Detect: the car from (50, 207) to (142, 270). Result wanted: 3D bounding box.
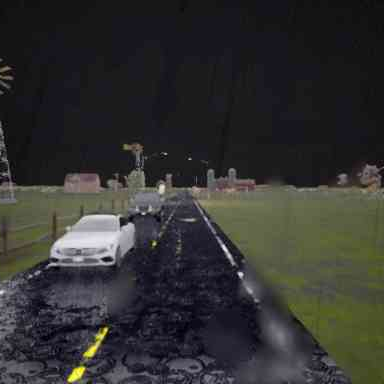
[{"bbox_3d":[-2.975,1.455,10.940,1.812,1.442,4.674,-1,1,-1],"label":"car"}]

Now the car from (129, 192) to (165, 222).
[{"bbox_3d":[-3.170,1.033,24.301,2.150,2.045,5.566,-1,0,-1],"label":"car"}]
